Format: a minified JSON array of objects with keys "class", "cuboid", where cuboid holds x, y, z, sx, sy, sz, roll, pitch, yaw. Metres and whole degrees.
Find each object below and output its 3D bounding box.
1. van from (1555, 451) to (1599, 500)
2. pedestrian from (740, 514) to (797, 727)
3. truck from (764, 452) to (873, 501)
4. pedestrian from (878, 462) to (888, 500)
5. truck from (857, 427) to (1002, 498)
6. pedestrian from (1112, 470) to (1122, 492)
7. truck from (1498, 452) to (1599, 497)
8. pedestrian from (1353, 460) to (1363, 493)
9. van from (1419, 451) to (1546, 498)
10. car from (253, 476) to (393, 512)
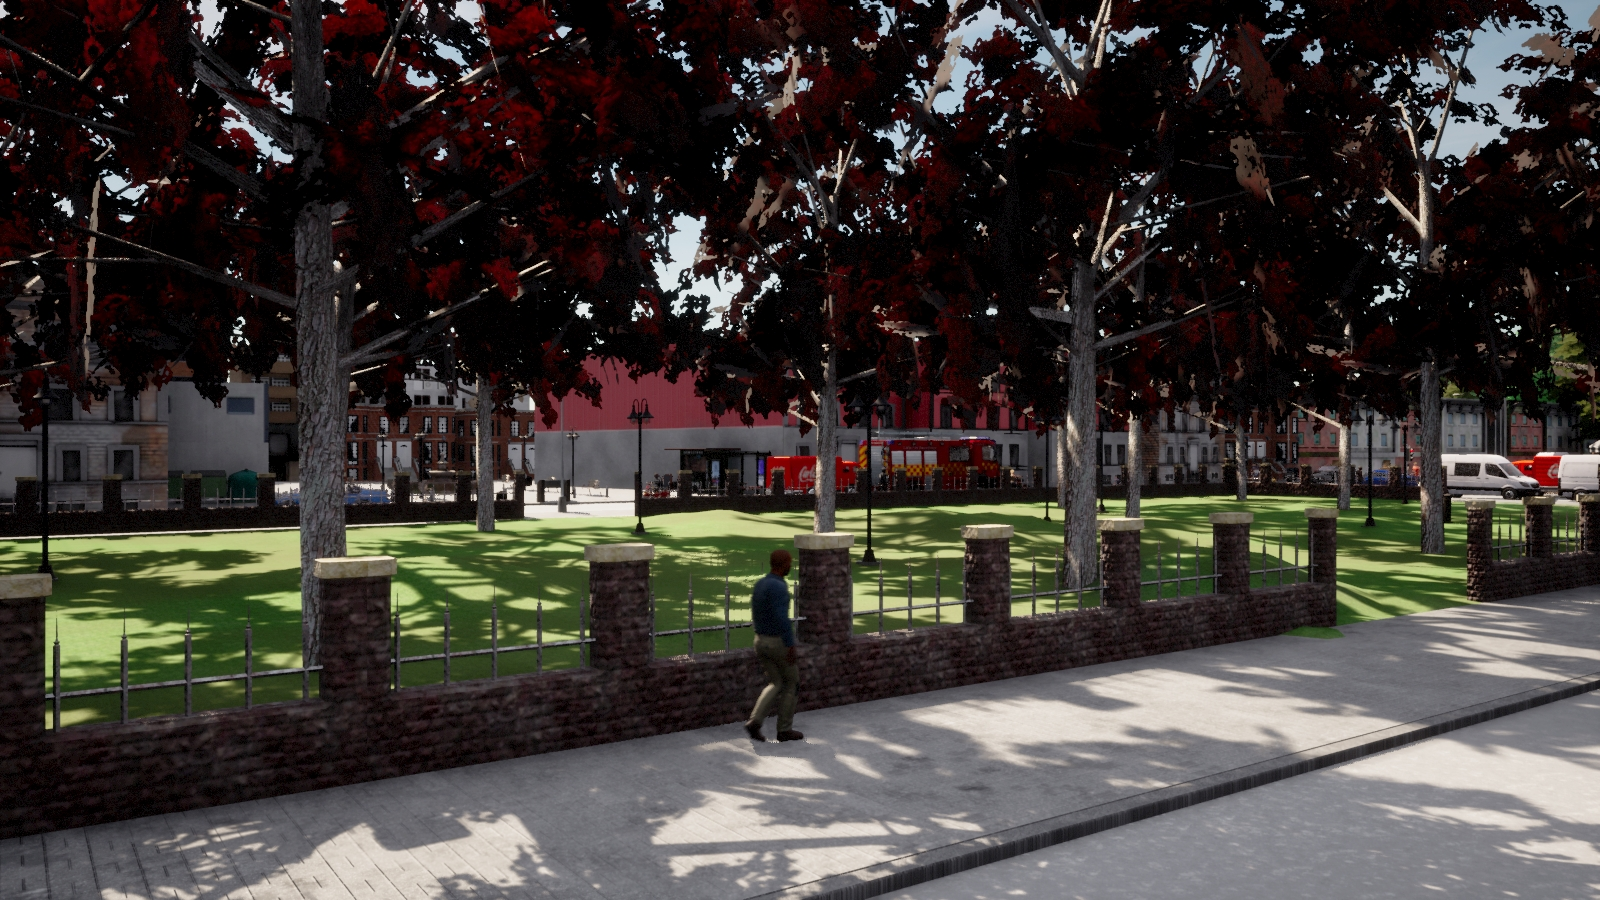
[{"class":"van","cuboid":[42.801,1.314,59.145,1.988,2.561,5.915,0,0,-34]},{"class":"pedestrian","cuboid":[-0.287,1.525,10.368,0.375,1.860,0.375,0,0,-34]},{"class":"truck","cuboid":[0.982,1.348,60.339,5.204,2.467,2.627,0,0,-35]},{"class":"pedestrian","cuboid":[4.123,1.524,56.673,0.375,1.860,0.375,0,0,-36]},{"class":"truck","cuboid":[7.473,0.671,65.186,8.468,3.827,2.891,0,0,-35]},{"class":"pedestrian","cuboid":[18.516,1.804,66.729,0.375,1.300,0.375,0,0,-36]},{"class":"truck","cuboid":[43.313,1.345,65.355,2.627,2.467,5.204,0,0,-35]},{"class":"pedestrian","cuboid":[31.919,1.523,65.300,0.375,1.860,0.375,0,0,-34]},{"class":"van","cuboid":[38.735,1.314,65.046,1.988,2.561,5.915,0,0,-34]},{"class":"car","cuboid":[-20.830,1.886,49.970,5.357,1.411,2.033,0,0,-35]}]
